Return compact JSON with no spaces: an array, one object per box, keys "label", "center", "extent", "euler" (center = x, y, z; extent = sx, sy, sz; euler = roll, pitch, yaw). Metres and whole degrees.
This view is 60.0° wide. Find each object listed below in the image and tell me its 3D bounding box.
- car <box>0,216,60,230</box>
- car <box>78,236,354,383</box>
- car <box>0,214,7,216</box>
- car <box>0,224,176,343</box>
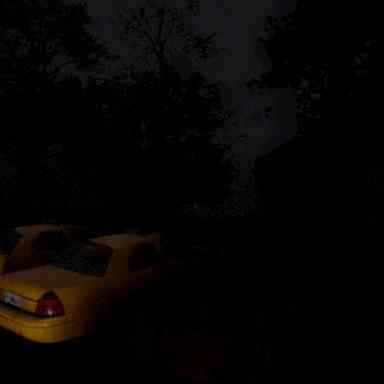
[{"label":"car","center":[-3.258,1.443,8.313],"extent":[1.946,1.575,5.366],"euler":[1,0,36]},{"label":"car","center":[1.055,1.509,4.972],"extent":[2.163,1.488,4.792],"euler":[0,0,36]},{"label":"car","center":[-5.623,1.444,9.807],"extent":[2.163,1.488,4.792],"euler":[1,1,36]},{"label":"car","center":[-0.983,1.465,6.690],"extent":[1.946,1.575,5.366],"euler":[1,0,36]}]
